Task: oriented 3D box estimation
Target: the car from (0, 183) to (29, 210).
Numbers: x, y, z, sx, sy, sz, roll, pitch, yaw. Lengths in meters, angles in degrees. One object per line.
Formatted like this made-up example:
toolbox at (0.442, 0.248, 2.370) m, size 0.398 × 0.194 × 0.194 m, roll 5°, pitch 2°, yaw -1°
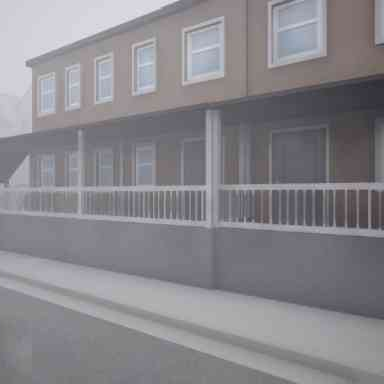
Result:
car at (-15.188, 0.727, 27.240) m, size 2.150 × 2.045 × 5.566 m, roll 0°, pitch 14°, yaw 34°
